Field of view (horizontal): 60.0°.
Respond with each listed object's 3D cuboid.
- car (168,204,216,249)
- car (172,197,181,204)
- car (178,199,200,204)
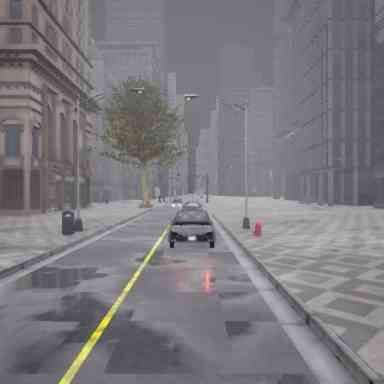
[{"bbox_3d":[0.000,1.502,14.650,2.128,1.511,4.902,0,0,0],"label":"car"},{"bbox_3d":[-3.000,1.749,68.436,1.895,1.301,4.718,0,0,0],"label":"car"},{"bbox_3d":[0.000,1.551,29.650,1.812,1.442,4.674,0,0,0],"label":"car"}]
